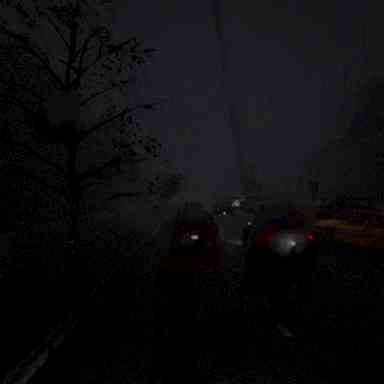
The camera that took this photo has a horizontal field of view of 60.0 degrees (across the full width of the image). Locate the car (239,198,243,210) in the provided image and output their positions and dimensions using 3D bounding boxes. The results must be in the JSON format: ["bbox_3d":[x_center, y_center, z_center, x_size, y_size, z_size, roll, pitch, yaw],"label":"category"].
[{"bbox_3d":[8.072,1.682,37.227,4.674,1.452,2.002,1,0,-20],"label":"car"}]

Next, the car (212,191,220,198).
[{"bbox_3d":[8.040,1.216,82.243,4.553,1.767,2.185,1,0,-20],"label":"car"}]

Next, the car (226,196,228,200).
[{"bbox_3d":[7.897,1.634,46.178,5.366,1.575,1.946,1,0,-20],"label":"car"}]

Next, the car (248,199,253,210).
[{"bbox_3d":[8.072,1.655,31.227,4.674,1.452,2.002,1,0,-20],"label":"car"}]

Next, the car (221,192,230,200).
[{"bbox_3d":[8.046,1.366,52.231,5.566,2.045,2.435,1,1,-20],"label":"car"}]

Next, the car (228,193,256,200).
[{"bbox_3d":[8.098,1.393,43.251,5.566,2.045,2.435,1,0,-20],"label":"car"}]

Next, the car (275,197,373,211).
[{"bbox_3d":[8.049,1.293,19.208,5.566,2.045,2.435,1,0,-20],"label":"car"}]

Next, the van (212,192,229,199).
[{"bbox_3d":[7.962,0.999,94.138,4.442,1.987,1.878,1,1,-20],"label":"van"}]

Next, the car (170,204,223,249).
[{"bbox_3d":[0.098,1.512,14.641,1.882,1.535,5.008,0,0,0],"label":"car"}]

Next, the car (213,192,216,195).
[{"bbox_3d":[8.063,1.411,79.273,4.674,1.452,2.002,1,0,-20],"label":"car"}]

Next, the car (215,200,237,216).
[{"bbox_3d":[3.099,1.742,34.028,1.895,1.301,4.718,0,0,0],"label":"car"}]

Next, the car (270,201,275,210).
[{"bbox_3d":[8.043,1.590,22.210,4.792,1.488,2.163,1,0,-20],"label":"car"}]

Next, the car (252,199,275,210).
[{"bbox_3d":[8.062,1.599,28.227,5.008,1.535,2.097,1,-1,-20],"label":"car"}]

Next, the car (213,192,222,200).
[{"bbox_3d":[8.042,1.429,76.254,4.792,1.488,2.163,1,1,-20],"label":"car"}]

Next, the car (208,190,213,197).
[{"bbox_3d":[8.046,1.003,91.185,5.566,2.045,2.435,1,1,-20],"label":"car"}]

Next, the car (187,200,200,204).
[{"bbox_3d":[0.098,1.638,35.279,2.128,1.511,4.902,0,0,0],"label":"car"}]

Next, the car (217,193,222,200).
[{"bbox_3d":[8.043,1.546,64.249,4.792,1.488,2.163,1,1,-20],"label":"car"}]

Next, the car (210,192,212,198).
[{"bbox_3d":[8.062,1.285,88.219,4.892,1.521,2.231,1,0,-20],"label":"car"}]

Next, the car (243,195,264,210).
[{"bbox_3d":[8.102,1.503,34.238,4.553,1.767,2.185,1,0,-20],"label":"car"}]

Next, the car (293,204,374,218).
[{"bbox_3d":[7.896,1.522,16.155,5.366,1.575,1.946,1,0,-20],"label":"car"}]

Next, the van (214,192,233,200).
[{"bbox_3d":[8.179,1.088,85.277,4.442,1.987,1.878,1,0,-20],"label":"van"}]

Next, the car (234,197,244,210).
[{"bbox_3d":[8.095,1.673,40.251,4.792,1.488,2.163,1,0,-20],"label":"car"}]

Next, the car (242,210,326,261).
[{"bbox_3d":[3.096,1.590,12.420,1.994,1.385,4.181,0,0,0],"label":"car"}]

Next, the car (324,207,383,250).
[{"bbox_3d":[8.243,1.516,13.289,5.366,1.575,1.946,1,0,-20],"label":"car"}]
